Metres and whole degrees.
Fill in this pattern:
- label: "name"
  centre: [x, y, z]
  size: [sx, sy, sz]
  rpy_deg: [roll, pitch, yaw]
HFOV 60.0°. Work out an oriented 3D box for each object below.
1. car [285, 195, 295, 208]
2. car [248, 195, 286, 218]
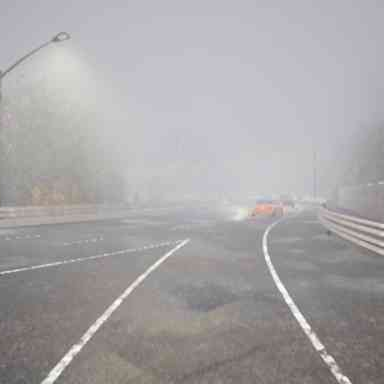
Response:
- label: "car"
  centre: [15.000, 1.704, 51.942]
  size: [1.837, 1.490, 4.892]
  rpy_deg: [1, 0, 15]
- label: "car"
  centre: [7.351, 1.460, 32.124]
  size: [2.097, 1.767, 4.553]
  rpy_deg: [0, 0, 26]
